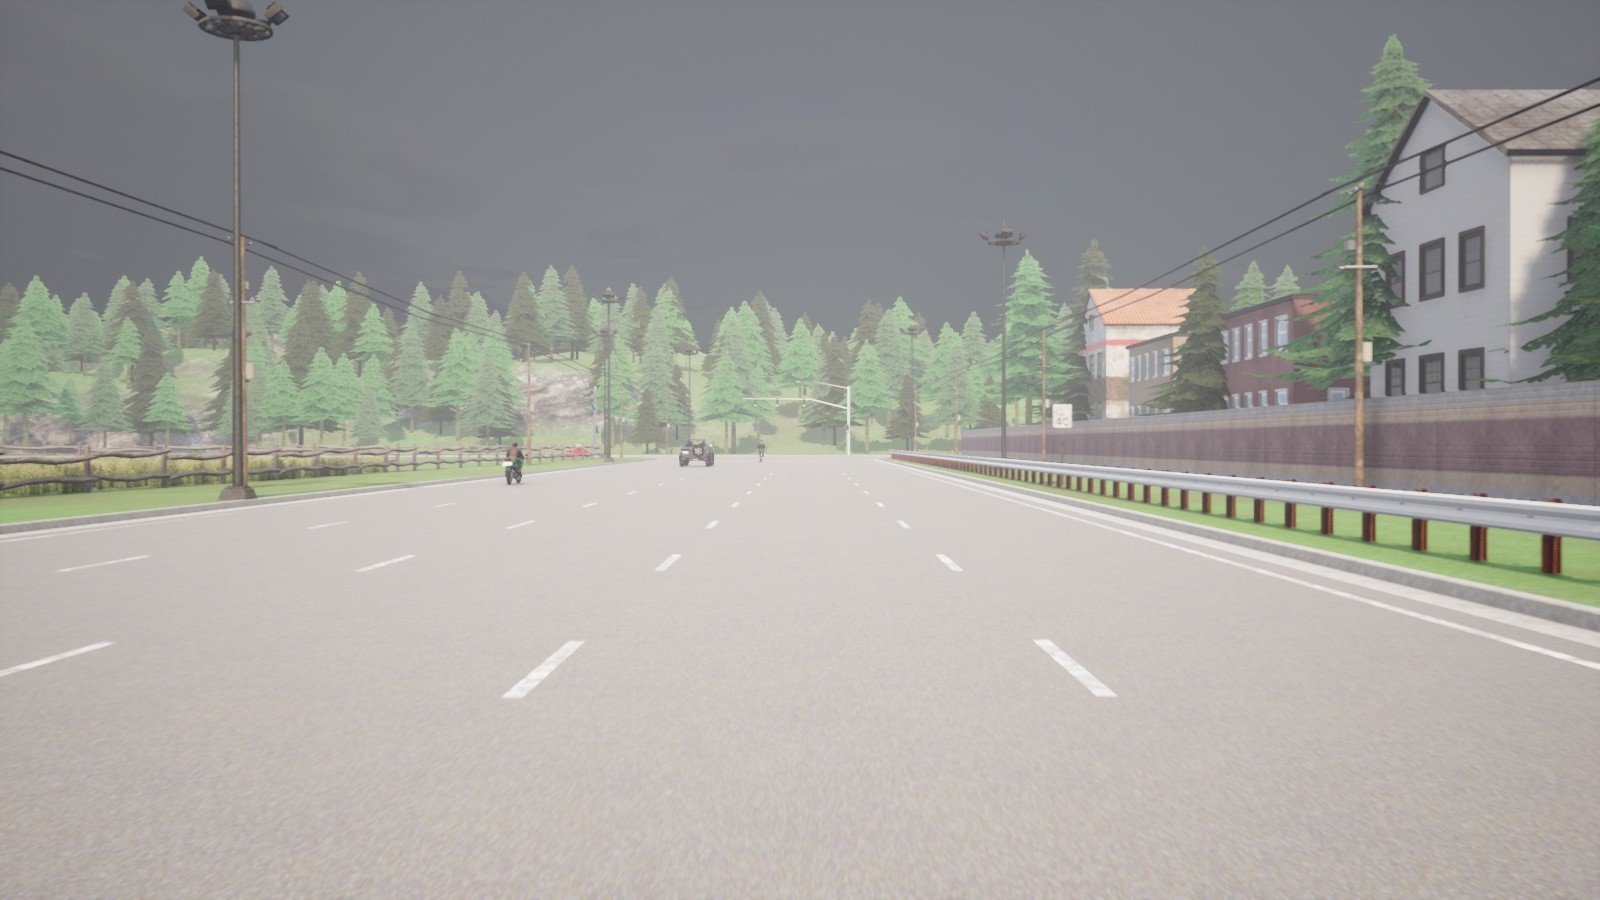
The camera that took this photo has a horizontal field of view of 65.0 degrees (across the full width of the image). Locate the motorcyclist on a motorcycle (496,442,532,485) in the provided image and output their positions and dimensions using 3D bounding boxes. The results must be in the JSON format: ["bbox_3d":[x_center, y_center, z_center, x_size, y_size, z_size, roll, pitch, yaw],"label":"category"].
[{"bbox_3d":[-10.228,0.467,44.981,0.797,1.523,2.044,0,0,0],"label":"motorcyclist on a motorcycle"}]

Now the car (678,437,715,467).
[{"bbox_3d":[-6.529,0.108,79.880,1.932,1.855,4.605,0,0,0],"label":"car"}]
